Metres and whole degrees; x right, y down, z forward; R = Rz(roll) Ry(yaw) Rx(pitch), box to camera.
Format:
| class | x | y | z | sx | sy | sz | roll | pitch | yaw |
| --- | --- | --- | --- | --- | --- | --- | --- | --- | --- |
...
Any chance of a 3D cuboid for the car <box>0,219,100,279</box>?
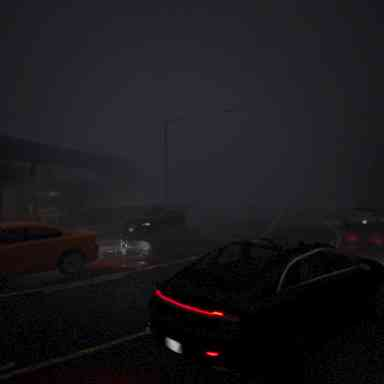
| class | x | y | z | sx | sy | sz | roll | pitch | yaw |
| --- | --- | --- | --- | --- | --- | --- | --- | --- | --- |
| car | -5.023 | 1.560 | 9.004 | 5.008 | 1.535 | 1.882 | 0 | 0 | -41 |

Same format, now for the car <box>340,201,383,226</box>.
| class | x | y | z | sx | sy | sz | roll | pitch | yaw |
| --- | --- | --- | --- | --- | --- | --- | --- | --- | --- |
| car | 10.819 | 1.525 | 21.603 | 1.812 | 1.442 | 4.674 | -1 | 0 | 19 |

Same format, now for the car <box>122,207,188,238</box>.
| class | x | y | z | sx | sy | sz | roll | pitch | yaw |
| --- | --- | --- | --- | --- | --- | --- | --- | --- | --- |
| car | -1.916 | 1.586 | 18.476 | 2.128 | 1.511 | 4.902 | 0 | 0 | 26 |

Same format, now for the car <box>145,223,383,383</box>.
| class | x | y | z | sx | sy | sz | roll | pitch | yaw |
| --- | --- | --- | --- | --- | --- | --- | --- | --- | --- |
| car | 1.570 | 1.505 | 5.413 | 4.902 | 1.511 | 2.128 | -1 | 0 | -43 |
